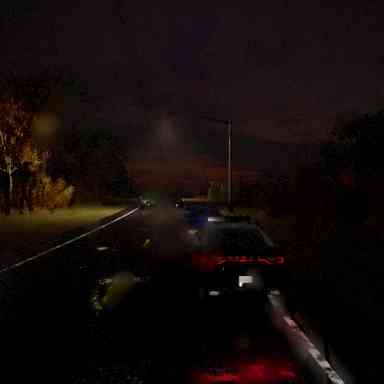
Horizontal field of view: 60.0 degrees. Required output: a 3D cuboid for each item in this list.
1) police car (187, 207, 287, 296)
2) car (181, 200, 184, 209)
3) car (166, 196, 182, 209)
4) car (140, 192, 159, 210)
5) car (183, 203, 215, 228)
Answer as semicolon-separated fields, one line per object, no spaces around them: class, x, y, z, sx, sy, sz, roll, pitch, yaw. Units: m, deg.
police car;0.949;1.424;8.784;1.930;1.638;5.238;0;0;-1
car;0.363;1.514;24.752;1.812;1.442;4.674;0;0;-3
car;-2.191;1.483;45.630;1.837;1.490;4.892;0;0;-5
car;-5.612;1.202;43.781;2.150;2.045;5.566;0;0;-5
car;0.645;1.472;18.725;1.882;1.535;5.008;0;0;-2
